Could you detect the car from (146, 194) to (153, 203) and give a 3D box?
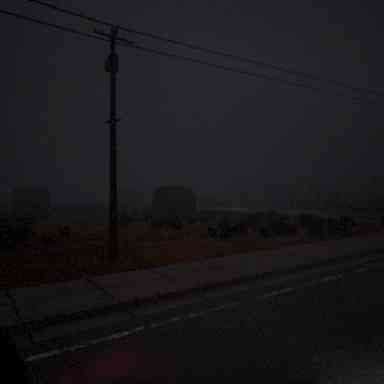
[{"bbox_3d":[-6.374,1.146,59.131,2.097,1.767,4.553,0,0,-33],"label":"car"}]

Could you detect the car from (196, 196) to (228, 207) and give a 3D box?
[{"bbox_3d":[2.827,1.352,44.560,1.882,1.535,5.008,0,0,-33],"label":"car"}]

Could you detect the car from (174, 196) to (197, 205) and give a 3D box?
[{"bbox_3d":[-1.132,1.462,57.526,1.895,1.301,4.718,0,0,-32],"label":"car"}]

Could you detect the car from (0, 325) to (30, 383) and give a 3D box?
[{"bbox_3d":[-3.131,1.569,1.746,4.181,1.385,1.994,0,0,-35],"label":"car"}]

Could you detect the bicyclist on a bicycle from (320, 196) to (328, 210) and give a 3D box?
[{"bbox_3d":[15.264,1.311,38.270,1.656,1.620,0.582,0,0,-33],"label":"bicyclist on a bicycle"}]
